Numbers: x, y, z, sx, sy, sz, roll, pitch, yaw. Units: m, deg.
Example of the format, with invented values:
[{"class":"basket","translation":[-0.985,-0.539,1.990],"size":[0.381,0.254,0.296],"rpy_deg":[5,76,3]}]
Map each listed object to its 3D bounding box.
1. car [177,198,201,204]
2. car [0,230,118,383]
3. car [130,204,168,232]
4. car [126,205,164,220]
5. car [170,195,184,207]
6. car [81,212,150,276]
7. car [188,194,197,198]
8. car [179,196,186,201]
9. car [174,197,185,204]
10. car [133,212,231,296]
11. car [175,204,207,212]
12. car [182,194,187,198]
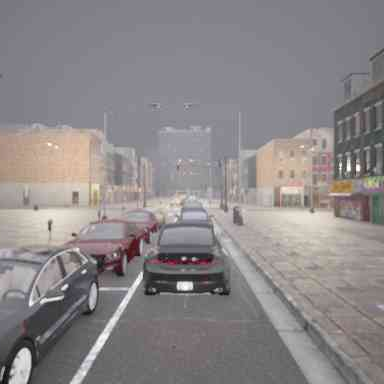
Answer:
[{"class":"car","translation":[0.054,1.502,26.723],"size":[1.882,1.535,5.008],"rpy_deg":[0,0,0]},{"class":"car","translation":[-2.628,1.552,4.864],"size":[2.008,1.369,4.403],"rpy_deg":[0,0,0]},{"class":"car","translation":[-2.608,1.541,21.176],"size":[1.752,1.417,4.829],"rpy_deg":[0,0,0]},{"class":"car","translation":[-2.615,1.554,15.853],"size":[1.887,1.381,4.507],"rpy_deg":[0,0,0]},{"class":"car","translation":[-2.570,1.609,53.134],"size":[1.752,1.417,4.829],"rpy_deg":[0,0,0]},{"class":"car","translation":[-2.621,1.549,10.358],"size":[1.887,1.381,4.507],"rpy_deg":[0,0,0]},{"class":"car","translation":[0.101,1.403,83.414],"size":[2.150,2.045,5.566],"rpy_deg":[0,0,0]},{"class":"car","translation":[-2.525,1.762,91.412],"size":[1.887,1.381,4.507],"rpy_deg":[0,0,0]},{"class":"car","translation":[-2.551,1.686,69.636],"size":[2.008,1.369,4.403],"rpy_deg":[0,0,0]},{"class":"car","translation":[-0.072,1.508,8.621],"size":[1.837,1.490,4.892],"rpy_deg":[0,0,1]},{"class":"car","translation":[0.112,1.536,16.455],"size":[1.812,1.442,4.674],"rpy_deg":[0,0,0]},{"class":"car","translation":[-2.563,1.415,58.748],"size":[2.192,1.841,5.009],"rpy_deg":[0,0,0]}]
